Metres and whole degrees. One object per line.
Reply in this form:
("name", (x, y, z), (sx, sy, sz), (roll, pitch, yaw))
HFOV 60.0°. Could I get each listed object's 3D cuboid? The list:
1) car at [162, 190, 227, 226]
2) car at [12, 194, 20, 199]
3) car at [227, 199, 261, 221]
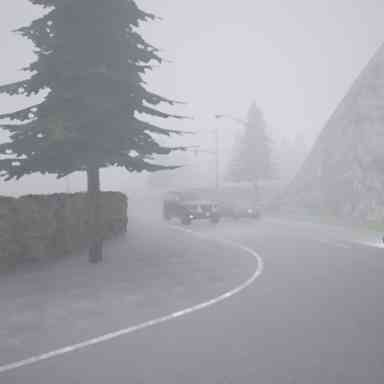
("car", (-0.215, 0.912, 21.311), (2.150, 2.045, 5.566), (-2, 1, -23))
("car", (-36.903, 1.167, 69.712), (1.845, 1.501, 3.633), (-2, 1, -24))
("car", (2.936, 1.155, 23.057), (1.994, 1.385, 4.181), (-2, 1, -23))
